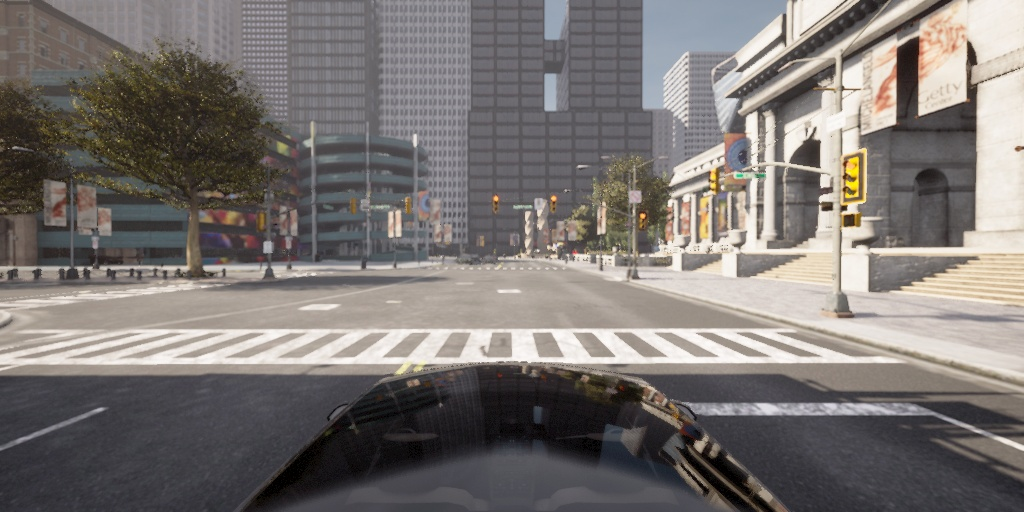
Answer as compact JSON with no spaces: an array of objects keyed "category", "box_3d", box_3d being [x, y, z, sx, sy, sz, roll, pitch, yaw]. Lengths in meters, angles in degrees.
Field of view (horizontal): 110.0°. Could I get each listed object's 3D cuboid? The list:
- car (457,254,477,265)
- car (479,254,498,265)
[{"category":"car","box_3d":[-7.055,0.455,54.886,2.097,1.767,4.553,0,1,0]},{"category":"car","box_3d":[-3.556,0.594,55.998,1.837,1.490,4.892,0,1,0]}]
